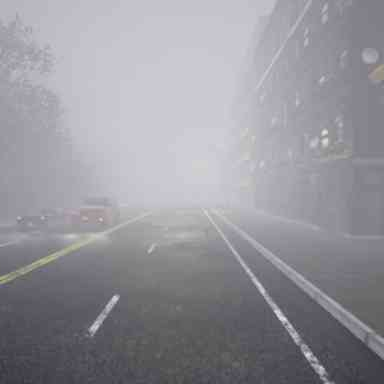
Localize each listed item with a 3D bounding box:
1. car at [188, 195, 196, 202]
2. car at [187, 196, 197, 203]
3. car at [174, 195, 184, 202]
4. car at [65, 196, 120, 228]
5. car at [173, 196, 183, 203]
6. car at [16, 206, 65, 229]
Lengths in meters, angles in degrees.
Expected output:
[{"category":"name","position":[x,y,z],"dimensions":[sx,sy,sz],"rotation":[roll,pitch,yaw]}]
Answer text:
[{"category":"car","position":[-0.009,1.633,83.960],"dimensions":[2.128,1.511,4.902],"rotation":[0,0,0]},{"category":"car","position":[-0.008,1.755,73.537],"dimensions":[2.128,1.511,4.902],"rotation":[0,0,0]},{"category":"car","position":[-3.259,1.632,83.960],"dimensions":[2.128,1.511,4.902],"rotation":[0,0,0]},{"category":"car","position":[-6.523,1.294,23.134],"dimensions":[2.150,2.045,5.566],"rotation":[0,-1,0]},{"category":"car","position":[-3.258,1.755,73.536],"dimensions":[2.128,1.511,4.902],"rotation":[0,0,0]},{"category":"car","position":[-9.782,1.666,22.385],"dimensions":[1.895,1.301,4.718],"rotation":[0,0,1]}]
